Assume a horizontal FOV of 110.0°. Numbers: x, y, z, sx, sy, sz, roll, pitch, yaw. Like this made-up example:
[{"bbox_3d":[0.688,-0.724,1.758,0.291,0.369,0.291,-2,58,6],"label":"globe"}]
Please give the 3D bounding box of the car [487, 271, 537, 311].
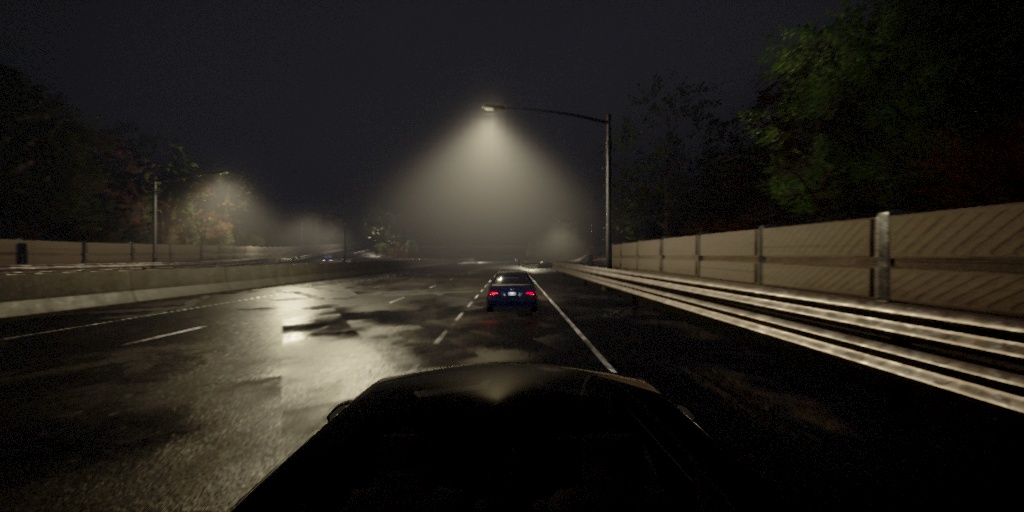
[{"bbox_3d":[0.002,1.309,14.468,2.033,1.411,5.357,0,0,0],"label":"car"}]
